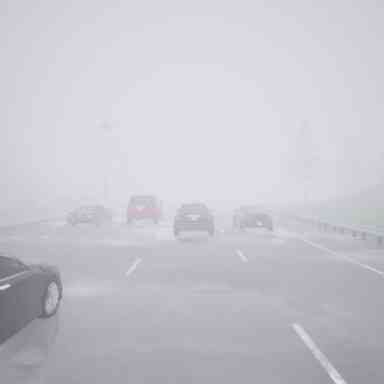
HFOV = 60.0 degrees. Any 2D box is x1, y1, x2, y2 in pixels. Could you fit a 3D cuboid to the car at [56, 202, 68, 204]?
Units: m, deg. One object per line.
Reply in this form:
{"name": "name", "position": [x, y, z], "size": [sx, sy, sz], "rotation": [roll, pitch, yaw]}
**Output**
{"name": "car", "position": [-21.057, 1.474, 53.932], "size": [2.128, 1.511, 4.902], "rotation": [0, 0, 1]}

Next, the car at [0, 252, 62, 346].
{"name": "car", "position": [-3.403, 1.503, 4.476], "size": [1.837, 1.490, 4.892], "rotation": [0, 0, 0]}

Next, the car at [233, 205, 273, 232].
{"name": "car", "position": [3.601, 1.519, 20.088], "size": [1.812, 1.442, 4.674], "rotation": [0, 0, 0]}

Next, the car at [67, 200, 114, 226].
{"name": "car", "position": [-6.901, 1.540, 23.024], "size": [2.033, 1.411, 5.357], "rotation": [0, 0, 0]}

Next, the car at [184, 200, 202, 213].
{"name": "car", "position": [0.099, 1.588, 37.739], "size": [1.895, 1.301, 4.718], "rotation": [0, 0, 0]}

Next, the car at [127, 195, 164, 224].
{"name": "car", "position": [-3.400, 1.213, 24.767], "size": [2.150, 2.045, 5.566], "rotation": [0, 0, 0]}

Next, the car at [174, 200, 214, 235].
{"name": "car", "position": [0.099, 1.345, 18.827], "size": [2.097, 1.767, 4.553], "rotation": [0, 0, 0]}

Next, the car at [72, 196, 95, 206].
{"name": "car", "position": [-17.561, 1.474, 53.944], "size": [2.128, 1.511, 4.902], "rotation": [0, 0, 1]}
